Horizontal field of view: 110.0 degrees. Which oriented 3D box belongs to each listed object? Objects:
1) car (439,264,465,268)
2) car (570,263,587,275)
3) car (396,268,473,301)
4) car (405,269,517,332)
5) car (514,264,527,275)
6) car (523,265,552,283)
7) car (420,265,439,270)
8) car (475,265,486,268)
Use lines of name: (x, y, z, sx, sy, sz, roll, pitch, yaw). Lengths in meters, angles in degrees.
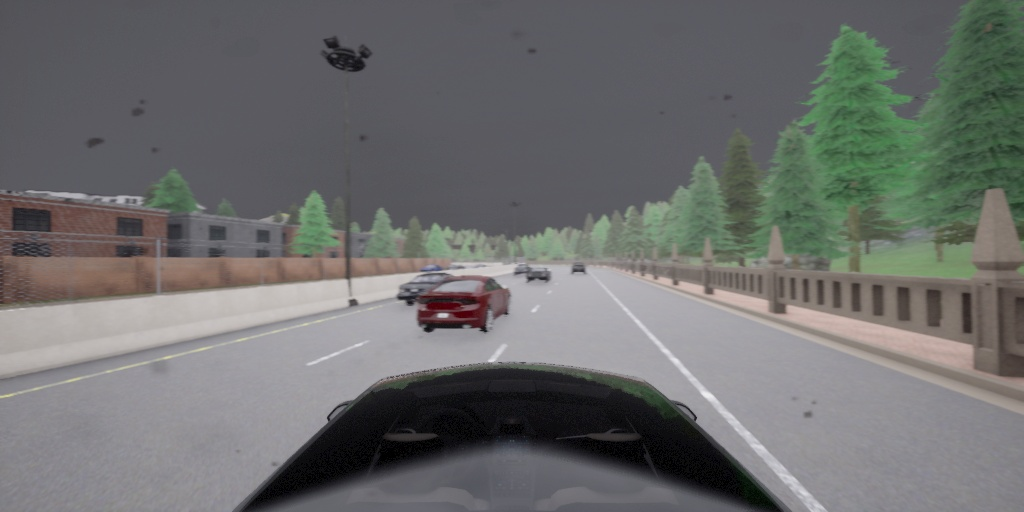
car: (-8.231, 1.947, 52.082, 2.128, 1.511, 4.902, -1, -1, 11)
car: (8.831, 1.638, 47.499, 1.837, 1.490, 4.892, -1, -3, 10)
car: (-3.704, 1.538, 17.741, 2.033, 1.411, 5.357, -1, -1, 10)
car: (-1.291, 1.359, 11.461, 1.882, 1.535, 5.008, -1, -1, 10)
car: (1.446, 1.783, 46.002, 2.033, 1.411, 5.357, -1, -1, 10)
car: (2.476, 1.662, 32.128, 1.895, 1.301, 4.718, -1, -1, 10)
car: (-11.727, 1.990, 52.434, 1.882, 1.535, 5.008, -1, -1, 11)
car: (-4.671, 1.947, 52.062, 2.033, 1.411, 5.357, -1, -1, 10)
